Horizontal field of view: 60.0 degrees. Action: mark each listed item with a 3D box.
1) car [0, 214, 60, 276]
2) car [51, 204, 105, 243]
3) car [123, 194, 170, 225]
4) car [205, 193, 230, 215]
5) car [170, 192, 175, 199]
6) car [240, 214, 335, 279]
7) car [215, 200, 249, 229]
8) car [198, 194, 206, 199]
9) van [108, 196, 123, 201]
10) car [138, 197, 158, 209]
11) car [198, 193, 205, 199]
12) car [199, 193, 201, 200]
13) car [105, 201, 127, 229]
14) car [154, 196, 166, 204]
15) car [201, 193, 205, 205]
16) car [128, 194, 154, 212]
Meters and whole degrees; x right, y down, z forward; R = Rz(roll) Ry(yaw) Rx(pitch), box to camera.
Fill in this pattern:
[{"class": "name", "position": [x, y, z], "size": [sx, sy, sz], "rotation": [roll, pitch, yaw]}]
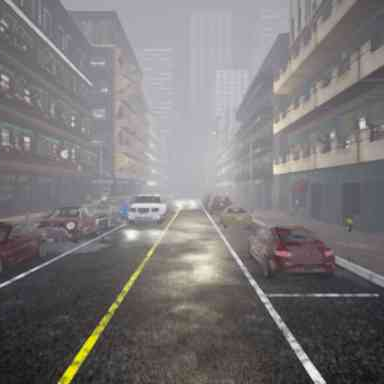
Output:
[{"class": "car", "position": [-5.669, 1.545, 9.679], "size": [1.802, 1.307, 4.206], "rotation": [-1, 0, 0]}, {"class": "car", "position": [-5.672, 1.382, 15.280], "size": [1.967, 1.590, 4.097], "rotation": [-1, 0, 0]}, {"class": "car", "position": [-3.025, 1.137, 23.510], "size": [2.150, 2.045, 5.566], "rotation": [0, 0, 0]}, {"class": "car", "position": [2.670, 1.194, 32.058], "size": [2.192, 1.841, 5.009], "rotation": [-1, 0, 0]}, {"class": "car", "position": [-5.715, 1.265, 76.903], "size": [2.008, 1.369, 4.403], "rotation": [-1, 0, 0]}, {"class": "car", "position": [2.679, 1.545, 9.651], "size": [1.802, 1.307, 4.206], "rotation": [-1, 0, 0]}, {"class": "car", "position": [2.675, 1.445, 21.025], "size": [1.752, 1.417, 4.829], "rotation": [-1, 0, 0]}, {"class": "car", "position": [2.663, 1.238, 88.079], "size": [1.947, 1.339, 4.313], "rotation": [-1, 0, 0]}, {"class": "van", "position": [-5.675, 1.241, 26.483], "size": [1.690, 1.788, 3.998], "rotation": [-1, 0, 0]}, {"class": "car", "position": [-5.716, 1.388, 43.291], "size": [2.008, 1.369, 4.403], "rotation": [-1, 0, 0]}, {"class": "car", "position": [2.660, 1.092, 93.681], "size": [1.967, 1.590, 4.097], "rotation": [-1, 0, 0]}, {"class": "car", "position": [2.666, 1.110, 54.467], "size": [2.192, 1.841, 5.009], "rotation": [-1, 0, 0]}, {"class": "car", "position": [-5.671, 1.472, 20.882], "size": [2.008, 1.369, 4.403], "rotation": [-1, 0, 0]}, {"class": "car", "position": [-5.712, 1.357, 60.096], "size": [1.802, 1.307, 4.206], "rotation": [-1, 0, 0]}, {"class": "car", "position": [2.668, 1.152, 43.263], "size": [2.192, 1.841, 5.009], "rotation": [-1, 0, 0]}, {"class": "car", "position": [-5.701, 1.173, 37.687], "size": [2.192, 1.841, 5.009], "rotation": [-1, 0, 0]}]
